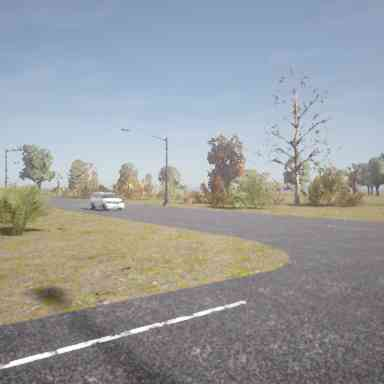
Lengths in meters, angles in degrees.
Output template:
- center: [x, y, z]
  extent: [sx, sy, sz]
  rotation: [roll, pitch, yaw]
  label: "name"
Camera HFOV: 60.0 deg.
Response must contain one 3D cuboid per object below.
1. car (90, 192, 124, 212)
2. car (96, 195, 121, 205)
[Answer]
- center: [-9.645, 1.067, 37.347]
  extent: [2.150, 2.045, 5.566]
  rotation: [0, 0, -37]
  label: "car"
- center: [-13.681, 1.237, 54.291]
  extent: [2.128, 1.511, 4.902]
  rotation: [0, 0, -37]
  label: "car"
